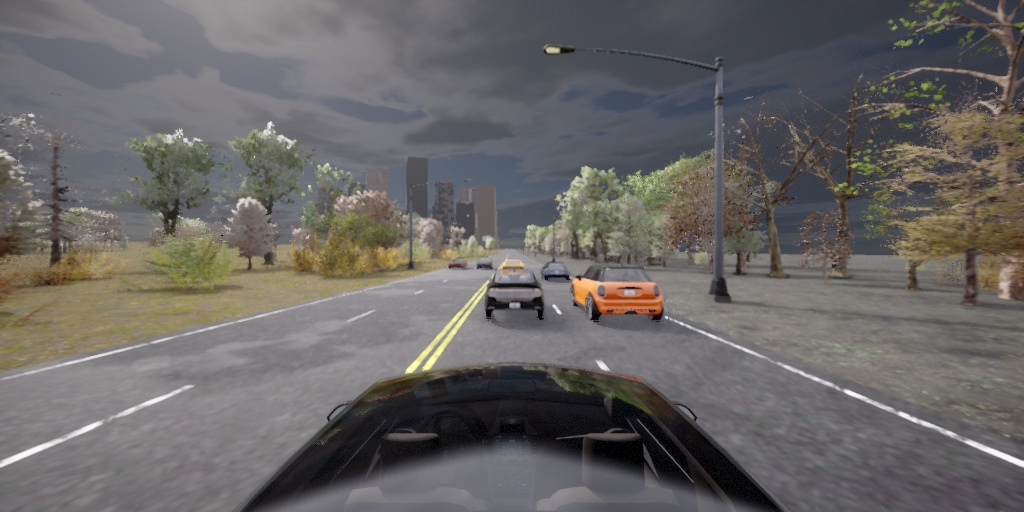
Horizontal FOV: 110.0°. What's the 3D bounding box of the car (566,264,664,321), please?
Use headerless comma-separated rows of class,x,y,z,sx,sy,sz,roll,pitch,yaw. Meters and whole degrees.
car,3.331,1.036,12.259,2.097,1.767,4.553,0,0,0

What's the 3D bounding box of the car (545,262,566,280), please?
car,3.333,1.127,28.415,1.994,1.385,4.181,0,1,0

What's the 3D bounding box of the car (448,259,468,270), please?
car,-6.593,1.020,43.941,1.895,1.301,4.718,0,1,0

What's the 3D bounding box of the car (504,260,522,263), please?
car,0.086,1.038,29.472,1.882,1.535,5.008,0,0,0

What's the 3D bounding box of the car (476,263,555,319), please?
car,0.083,1.175,12.578,2.128,1.511,4.902,0,0,0

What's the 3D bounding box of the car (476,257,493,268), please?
car,-3.339,0.887,44.768,1.882,1.535,5.008,0,1,0
